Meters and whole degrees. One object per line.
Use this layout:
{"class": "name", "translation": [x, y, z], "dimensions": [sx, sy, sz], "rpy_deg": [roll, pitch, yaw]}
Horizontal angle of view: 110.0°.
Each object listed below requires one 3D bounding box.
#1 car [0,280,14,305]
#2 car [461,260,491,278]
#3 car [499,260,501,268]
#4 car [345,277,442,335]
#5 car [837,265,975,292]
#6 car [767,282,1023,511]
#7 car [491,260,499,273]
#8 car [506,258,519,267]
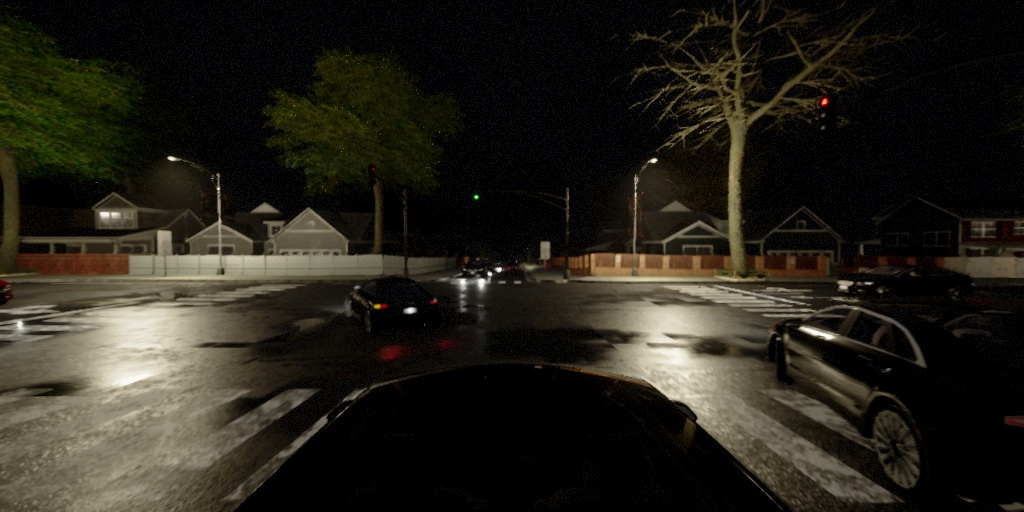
{"class": "car", "translation": [-20.799, 1.102, 12.558], "dimensions": [5.008, 1.535, 1.882], "rpy_deg": [0, 2, 0]}
{"class": "car", "translation": [-3.106, 1.075, 30.879], "dimensions": [1.812, 1.442, 4.674], "rpy_deg": [0, 0, 1]}
{"class": "car", "translation": [-2.724, 1.242, 57.395], "dimensions": [1.895, 1.301, 4.718], "rpy_deg": [0, 0, 1]}
{"class": "car", "translation": [-3.733, 1.331, 10.969], "dimensions": [1.994, 1.385, 4.181], "rpy_deg": [-1, 2, -33]}
{"class": "car", "translation": [17.188, 1.141, 15.872], "dimensions": [4.902, 1.511, 2.128], "rpy_deg": [0, 2, 2]}
{"class": "car", "translation": [4.602, 1.258, 4.081], "dimensions": [2.128, 1.511, 4.902], "rpy_deg": [0, 0, 20]}
{"class": "car", "translation": [-2.972, 1.122, 41.102], "dimensions": [2.033, 1.411, 5.357], "rpy_deg": [0, 0, 1]}
{"class": "car", "translation": [0.110, 1.188, 61.071], "dimensions": [1.812, 1.442, 4.674], "rpy_deg": [0, 0, 1]}
